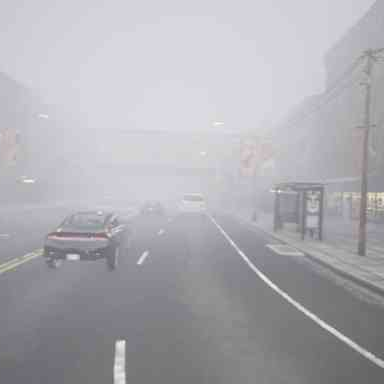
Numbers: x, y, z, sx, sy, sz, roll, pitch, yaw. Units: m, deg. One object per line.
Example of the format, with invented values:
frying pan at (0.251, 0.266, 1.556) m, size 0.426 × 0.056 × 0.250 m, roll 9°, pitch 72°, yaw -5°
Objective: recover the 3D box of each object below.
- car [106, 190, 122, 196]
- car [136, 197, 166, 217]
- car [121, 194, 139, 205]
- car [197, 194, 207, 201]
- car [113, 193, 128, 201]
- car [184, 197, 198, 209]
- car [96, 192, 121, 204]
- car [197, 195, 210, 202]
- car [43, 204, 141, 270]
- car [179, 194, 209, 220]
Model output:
car at (-13.822, 0.622, 57.455) m, size 2.435 × 2.045 × 5.566 m, roll 2°, pitch 0°, yaw -1°
car at (-3.417, 1.402, 29.476) m, size 1.994 × 1.385 × 4.181 m, roll 2°, pitch 0°, yaw -1°
car at (-7.228, 1.238, 42.052) m, size 1.994 × 1.385 × 4.181 m, roll 2°, pitch 0°, yaw 0°
car at (2.611, 1.395, 87.007) m, size 2.185 × 1.767 × 4.553 m, roll 2°, pitch 0°, yaw -1°
car at (-13.949, 0.978, 64.851) m, size 1.895 × 1.301 × 4.718 m, roll 2°, pitch 0°, yaw -1°
car at (-0.127, 1.466, 46.066) m, size 1.837 × 1.490 × 4.892 m, roll 2°, pitch 0°, yaw 0°
car at (-10.725, 1.095, 42.021) m, size 1.994 × 1.385 × 4.181 m, roll 2°, pitch 0°, yaw 0°
car at (2.669, 1.532, 76.232) m, size 2.231 × 1.521 × 4.892 m, roll 2°, pitch 0°, yaw 9°
car at (-3.024, 1.360, 10.498) m, size 2.128 × 1.511 × 4.902 m, roll 2°, pitch 0°, yaw -3°
car at (0.064, 1.196, 28.847) m, size 2.150 × 2.045 × 5.566 m, roll 2°, pitch -1°, yaw 0°
